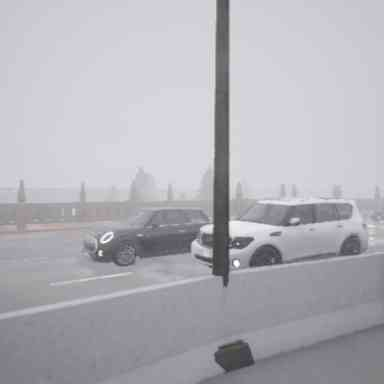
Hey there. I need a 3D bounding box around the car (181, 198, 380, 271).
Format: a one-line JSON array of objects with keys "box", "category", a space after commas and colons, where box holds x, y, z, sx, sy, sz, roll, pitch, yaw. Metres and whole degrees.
[{"box": [2.724, 1.199, 9.681, 5.566, 2.045, 2.150, 0, 0, -31], "category": "car"}]

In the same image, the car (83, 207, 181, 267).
[{"box": [-1.275, 1.312, 11.282, 4.553, 1.767, 2.097, 0, 0, -32], "category": "car"}]

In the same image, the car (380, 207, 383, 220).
[{"box": [15.115, 1.521, 24.217, 4.674, 1.442, 1.812, 0, 0, -27], "category": "car"}]
